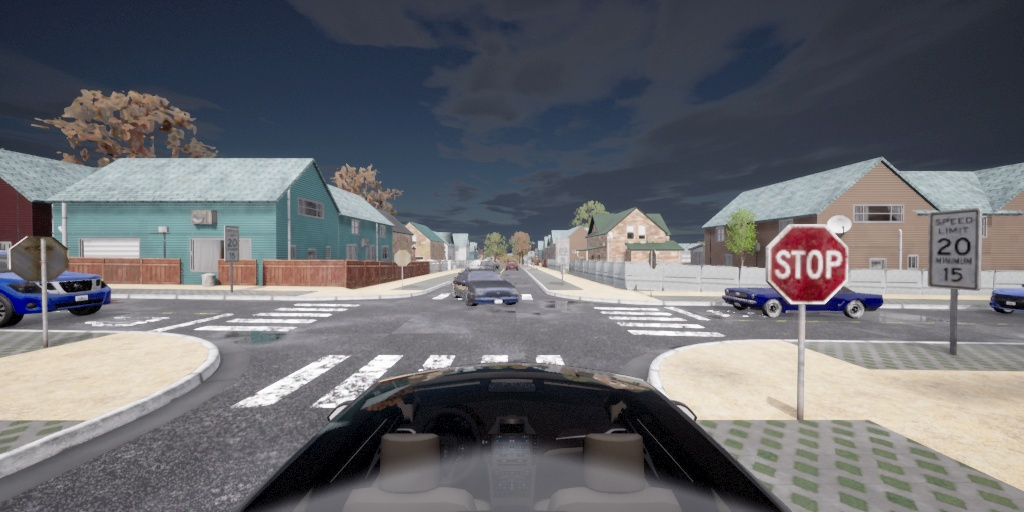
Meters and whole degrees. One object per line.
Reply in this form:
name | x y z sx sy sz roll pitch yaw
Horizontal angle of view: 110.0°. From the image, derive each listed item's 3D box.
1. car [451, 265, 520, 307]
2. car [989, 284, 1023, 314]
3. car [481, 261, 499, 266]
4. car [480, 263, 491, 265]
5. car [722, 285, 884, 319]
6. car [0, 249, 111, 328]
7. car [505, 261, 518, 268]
car | -1.387 1.285 15.652 2.033 1.411 5.357 1 0 -20
car | 20.963 1.519 13.262 5.008 1.535 1.882 1 1 0
car | -2.851 1.362 41.124 1.837 1.490 4.892 0 -1 0
car | -2.855 1.391 26.803 1.895 1.301 4.718 0 0 0
car | 10.487 1.498 13.221 4.718 1.301 1.895 1 1 -1
car | -15.119 0.821 10.282 5.566 2.045 2.150 1 1 0
car | -0.009 1.482 55.155 1.812 1.442 4.674 0 0 0
